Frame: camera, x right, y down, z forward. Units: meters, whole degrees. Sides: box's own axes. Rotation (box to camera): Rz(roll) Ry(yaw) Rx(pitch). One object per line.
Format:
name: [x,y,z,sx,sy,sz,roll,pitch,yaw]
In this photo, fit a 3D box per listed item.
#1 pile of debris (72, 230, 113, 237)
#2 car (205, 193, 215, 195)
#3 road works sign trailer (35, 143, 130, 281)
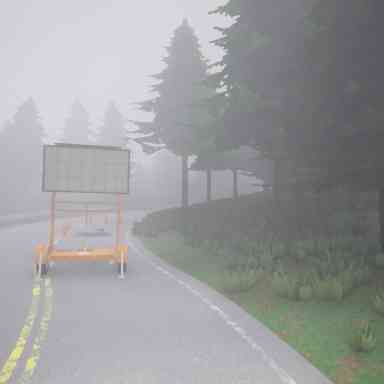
pile of debris: [-4.928,2.059,16.583,1.860,0.140,1.500,1,1,-14]
car: [2.786,0.894,49.697,2.097,1.767,4.553,-3,0,33]
road works sign trailer: [-3.093,0.425,9.791,2.380,3.560,2.880,2,0,-15]
